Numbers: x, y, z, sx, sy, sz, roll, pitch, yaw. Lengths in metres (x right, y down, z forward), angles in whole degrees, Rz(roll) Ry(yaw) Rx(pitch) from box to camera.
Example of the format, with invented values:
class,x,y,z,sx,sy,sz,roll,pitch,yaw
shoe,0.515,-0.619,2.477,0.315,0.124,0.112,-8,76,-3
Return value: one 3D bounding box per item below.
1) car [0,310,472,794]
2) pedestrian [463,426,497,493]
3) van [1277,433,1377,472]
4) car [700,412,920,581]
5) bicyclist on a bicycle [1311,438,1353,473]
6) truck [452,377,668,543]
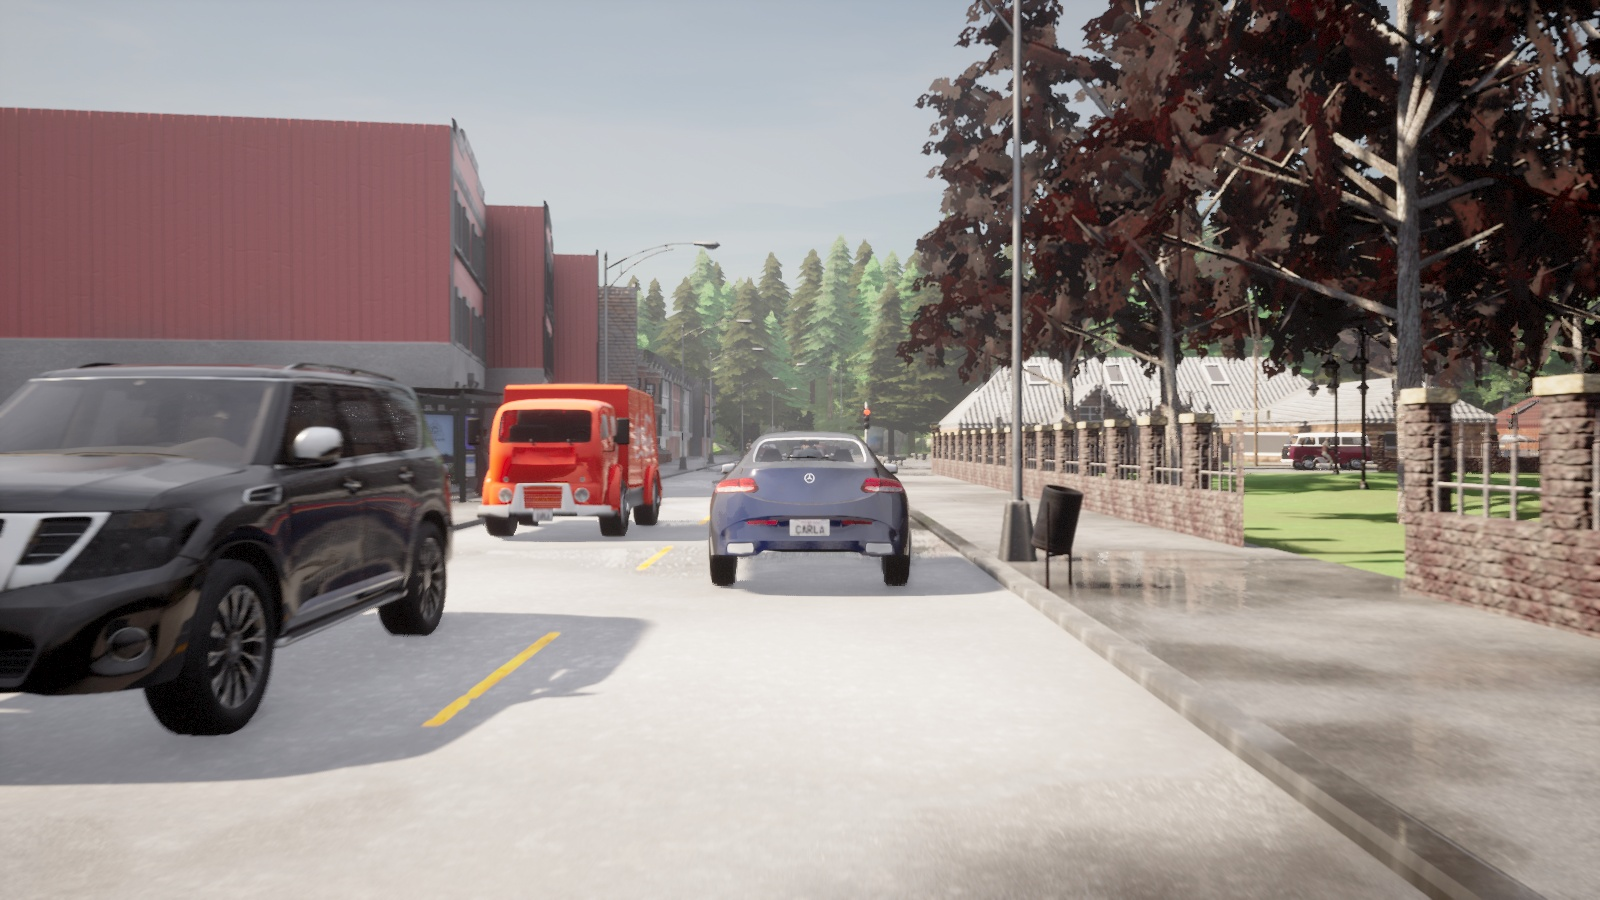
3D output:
class,x,y,z,sx,sy,sz,roll,pitch,yaw
car,-3.934,0.417,8.098,2.150,2.045,5.566,0,0,0
pedestrian,-8.726,0.256,34.258,0.328,1.805,0.869,0,0,39
van,28.268,0.116,67.444,4.480,2.038,2.069,1,0,4
car,0.113,0.442,14.797,2.152,1.651,5.027,0,0,0
bicyclist on a bicycle,26.934,0.281,63.540,1.843,1.776,0.659,0,0,-1
truck,-3.842,0.137,21.262,2.627,2.467,5.204,0,0,0
